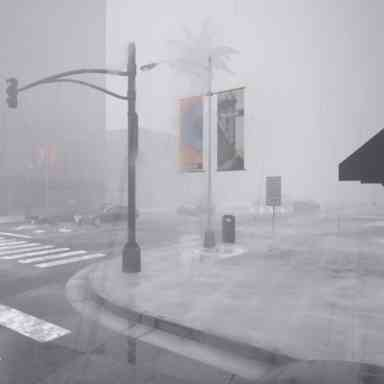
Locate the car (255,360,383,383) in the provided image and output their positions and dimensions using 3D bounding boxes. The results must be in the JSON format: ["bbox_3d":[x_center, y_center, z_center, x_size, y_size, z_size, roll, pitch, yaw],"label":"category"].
[{"bbox_3d":[2.147,1.551,1.315,4.403,1.369,2.008,0,0,36],"label":"car"}]

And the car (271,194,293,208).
[{"bbox_3d":[13.688,1.308,49.890,2.150,2.045,5.566,0,0,35],"label":"car"}]

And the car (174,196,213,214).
[{"bbox_3d":[0.271,1.393,36.672,2.097,1.767,4.553,0,0,35],"label":"car"}]

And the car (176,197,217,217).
[{"bbox_3d":[0.486,1.391,31.344,2.097,1.767,4.553,0,0,35],"label":"car"}]

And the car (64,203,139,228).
[{"bbox_3d":[-5.709,1.511,22.567,2.128,1.511,4.902,0,0,35],"label":"car"}]

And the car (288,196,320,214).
[{"bbox_3d":[12.948,1.564,37.387,2.128,1.511,4.902,0,0,35],"label":"car"}]

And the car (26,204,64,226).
[{"bbox_3d":[-8.825,1.561,23.795,2.033,1.411,5.357,0,0,35],"label":"car"}]

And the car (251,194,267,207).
[{"bbox_3d":[11.287,1.387,52.117,2.150,2.045,5.566,0,0,35],"label":"car"}]
